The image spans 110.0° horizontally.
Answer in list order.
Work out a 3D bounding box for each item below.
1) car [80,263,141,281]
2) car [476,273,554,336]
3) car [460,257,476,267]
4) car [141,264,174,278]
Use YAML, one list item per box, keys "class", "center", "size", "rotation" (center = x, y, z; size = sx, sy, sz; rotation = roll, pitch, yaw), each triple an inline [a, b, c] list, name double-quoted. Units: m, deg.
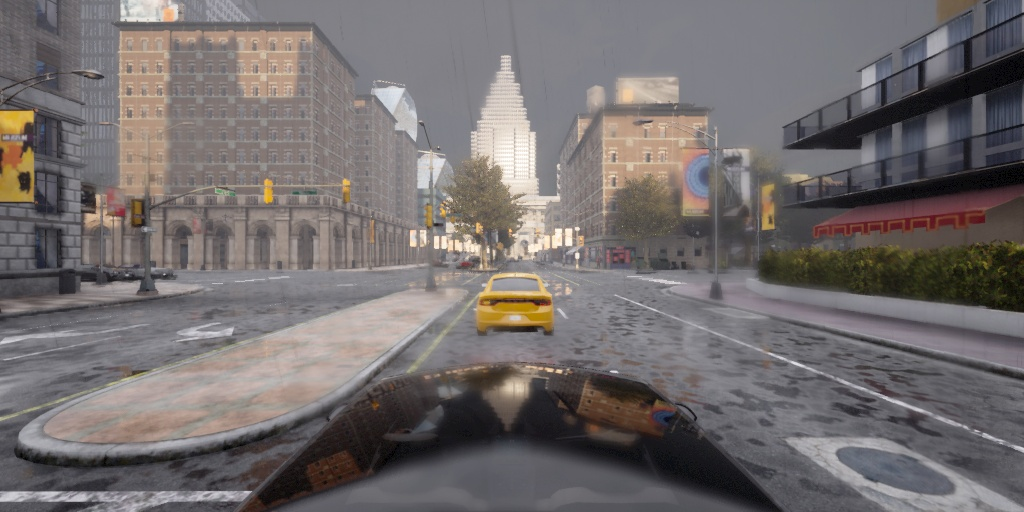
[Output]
- class: "car"
  center: [-33.416, 1.276, 28.953]
  size: [4.674, 1.442, 1.812]
  rotation: [0, 0, 0]
- class: "car"
  center: [0.092, 1.228, 10.455]
  size: [1.882, 1.535, 5.008]
  rotation: [0, 0, 0]
- class: "car"
  center: [-7.980, 1.350, 63.568]
  size: [1.895, 1.301, 4.718]
  rotation: [0, 0, 0]
- class: "car"
  center: [-33.668, 1.351, 32.451]
  size: [4.718, 1.301, 1.895]
  rotation: [0, 0, 0]
